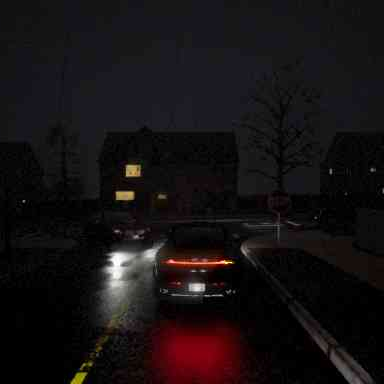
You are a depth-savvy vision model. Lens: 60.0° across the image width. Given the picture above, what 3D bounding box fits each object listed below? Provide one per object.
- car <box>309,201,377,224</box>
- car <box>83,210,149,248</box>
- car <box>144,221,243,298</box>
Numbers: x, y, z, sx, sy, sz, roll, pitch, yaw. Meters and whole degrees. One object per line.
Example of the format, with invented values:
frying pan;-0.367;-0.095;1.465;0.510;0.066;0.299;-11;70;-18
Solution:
car;10.210;1.295;21.646;4.718;1.301;1.895;-1;1;-1
car;-3.547;1.540;15.060;1.812;1.442;4.674;1;-1;-35
car;0.187;1.505;8.520;1.837;1.490;4.892;0;0;2
